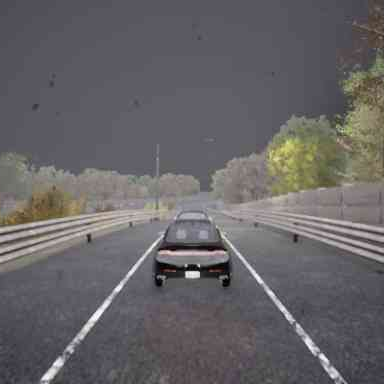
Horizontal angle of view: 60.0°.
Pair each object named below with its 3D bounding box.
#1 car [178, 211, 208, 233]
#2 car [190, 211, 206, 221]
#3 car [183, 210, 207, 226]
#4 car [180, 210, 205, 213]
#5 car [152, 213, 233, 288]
[{"bbox_3d":[0.097,2.046,23.543,1.895,1.301,4.718,0,-2,1],"label":"car"},{"bbox_3d":[0.848,3.099,43.428,1.895,1.301,4.718,0,-3,3],"label":"car"},{"bbox_3d":[0.337,2.367,31.362,2.033,1.411,5.357,0,-3,2],"label":"car"},{"bbox_3d":[0.031,1.702,17.165,1.882,1.535,5.008,0,-2,0],"label":"car"},{"bbox_3d":[0.013,1.547,9.390,2.128,1.511,4.902,0,-1,0],"label":"car"}]
